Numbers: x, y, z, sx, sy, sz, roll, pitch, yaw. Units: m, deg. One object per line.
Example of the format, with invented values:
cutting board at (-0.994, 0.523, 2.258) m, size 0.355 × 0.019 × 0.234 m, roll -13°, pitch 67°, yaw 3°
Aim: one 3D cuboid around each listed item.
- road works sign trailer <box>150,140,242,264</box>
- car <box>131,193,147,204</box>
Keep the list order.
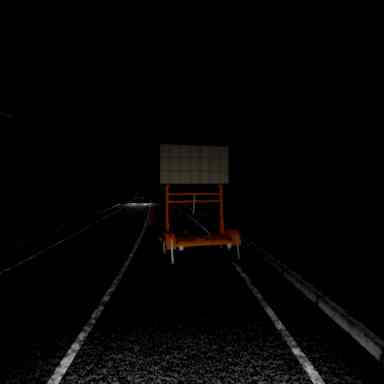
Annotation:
road works sign trailer at (0.041, 0.174, 10.817) m, size 2.380 × 3.560 × 2.880 m, roll -1°, pitch 1°, yaw -16°
car at (-7.322, 0.834, 46.466) m, size 1.812 × 1.442 × 4.674 m, roll 0°, pitch 2°, yaw -7°
